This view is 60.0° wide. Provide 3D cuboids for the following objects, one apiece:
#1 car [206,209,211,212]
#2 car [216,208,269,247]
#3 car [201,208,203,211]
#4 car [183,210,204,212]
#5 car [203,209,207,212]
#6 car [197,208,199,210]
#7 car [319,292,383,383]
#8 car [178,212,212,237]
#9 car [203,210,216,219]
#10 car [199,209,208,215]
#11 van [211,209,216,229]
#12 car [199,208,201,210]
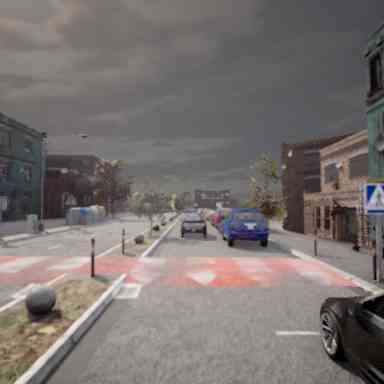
[{"bbox_3d":[3.043,2.939,36.370,2.231,1.521,4.892,0,-2,0],"label":"car"},{"bbox_3d":[3.023,2.033,19.865,2.435,2.045,5.566,0,-2,0],"label":"car"},{"bbox_3d":[3.064,3.510,52.898,2.185,1.767,4.553,0,-2,0],"label":"car"},{"bbox_3d":[0.152,3.274,41.763,1.895,1.301,4.718,0,-2,0],"label":"car"},{"bbox_3d":[3.057,3.273,47.383,2.185,1.767,4.553,0,-2,0],"label":"car"},{"bbox_3d":[3.089,4.859,80.496,2.231,1.521,4.892,0,-3,0],"label":"car"},{"bbox_3d":[3.001,1.694,3.425,2.163,1.488,4.792,0,-2,0],"label":"car"},{"bbox_3d":[0.131,2.488,25.068,2.128,1.511,4.902,0,-2,0],"label":"car"},{"bbox_3d":[3.070,3.923,58.562,2.002,1.452,4.674,0,-3,0],"label":"car"},{"bbox_3d":[2.983,5.172,86.035,2.002,1.452,4.674,0,-3,-1],"label":"car"},{"bbox_3d":[3.037,2.493,30.986,1.878,1.987,4.442,0,-2,0],"label":"van"},{"bbox_3d":[3.078,3.997,64.057,2.185,1.767,4.553,0,-2,0],"label":"car"}]
